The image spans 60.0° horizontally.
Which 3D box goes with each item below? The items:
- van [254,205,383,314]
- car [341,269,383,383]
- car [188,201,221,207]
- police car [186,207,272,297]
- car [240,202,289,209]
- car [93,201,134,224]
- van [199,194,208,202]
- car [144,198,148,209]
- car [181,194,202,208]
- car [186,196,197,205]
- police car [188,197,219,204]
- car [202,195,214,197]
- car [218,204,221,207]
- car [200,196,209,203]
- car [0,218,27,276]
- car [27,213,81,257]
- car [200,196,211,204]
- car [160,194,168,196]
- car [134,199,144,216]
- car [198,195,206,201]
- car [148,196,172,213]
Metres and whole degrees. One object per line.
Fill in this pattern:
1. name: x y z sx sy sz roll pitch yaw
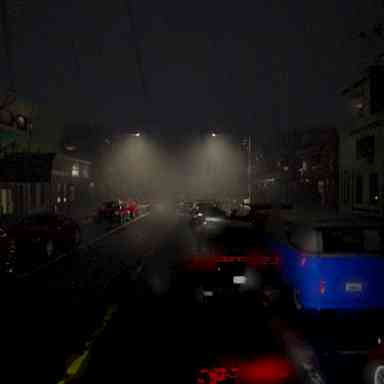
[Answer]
1. van: 2.671 1.336 7.348 1.690 1.788 3.998 -1 0 0
2. car: 2.685 1.581 1.800 1.802 1.307 4.206 -1 0 0
3. car: 0.862 1.491 18.622 1.837 1.490 4.892 0 0 0
4. police car: 0.883 1.419 8.733 1.930 1.638 5.238 0 0 0
5. car: 2.660 1.306 12.897 2.192 1.841 5.009 -1 0 0
6. car: -5.743 1.422 23.974 1.967 1.590 4.097 -1 0 0
7. van: 2.534 1.283 73.928 1.690 1.788 3.998 -1 0 0
8. car: -5.776 1.551 40.619 1.802 1.307 4.206 -1 0 0
9. car: -0.068 1.456 46.121 2.128 1.511 4.902 0 0 0
10. car: -0.124 1.431 60.240 1.882 1.535 5.008 0 0 0
11. police car: 0.849 1.407 24.733 1.930 1.638 5.238 0 0 0
12. car: 2.593 1.490 46.356 1.752 1.417 4.829 -1 0 0
13. car: 2.650 1.568 18.445 1.802 1.307 4.206 -1 0 0
14. car: 2.547 1.472 68.550 1.752 1.417 4.829 -1 0 0
15. car: -5.709 1.435 7.329 1.967 1.590 4.097 -1 0 0
16. car: -5.719 1.535 12.878 1.887 1.381 4.507 -1 0 0
17. car: 2.559 1.533 62.832 1.802 1.307 4.206 -1 0 0
18. car: -5.835 1.261 68.360 2.192 1.841 5.009 -1 0 0
19. car: -5.753 1.522 29.523 1.887 1.381 4.507 -1 0 0
20. car: 2.512 1.457 85.195 1.752 1.417 4.829 -1 0 0
21. car: -3.154 1.464 36.089 2.128 1.511 4.902 0 0 0
